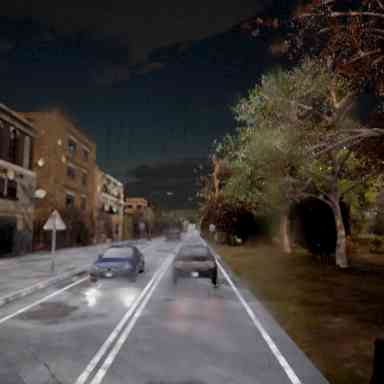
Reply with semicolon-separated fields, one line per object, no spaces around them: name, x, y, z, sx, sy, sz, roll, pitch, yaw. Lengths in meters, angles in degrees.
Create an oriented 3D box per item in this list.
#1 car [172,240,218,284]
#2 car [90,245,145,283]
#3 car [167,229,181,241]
car;0.114;3.185;15.194;2.128;1.511;4.902;0;-6;0
car;-3.334;3.268;15.688;1.812;1.442;4.674;0;-6;0
car;-3.116;7.423;57.780;2.150;2.045;5.566;0;-6;1
